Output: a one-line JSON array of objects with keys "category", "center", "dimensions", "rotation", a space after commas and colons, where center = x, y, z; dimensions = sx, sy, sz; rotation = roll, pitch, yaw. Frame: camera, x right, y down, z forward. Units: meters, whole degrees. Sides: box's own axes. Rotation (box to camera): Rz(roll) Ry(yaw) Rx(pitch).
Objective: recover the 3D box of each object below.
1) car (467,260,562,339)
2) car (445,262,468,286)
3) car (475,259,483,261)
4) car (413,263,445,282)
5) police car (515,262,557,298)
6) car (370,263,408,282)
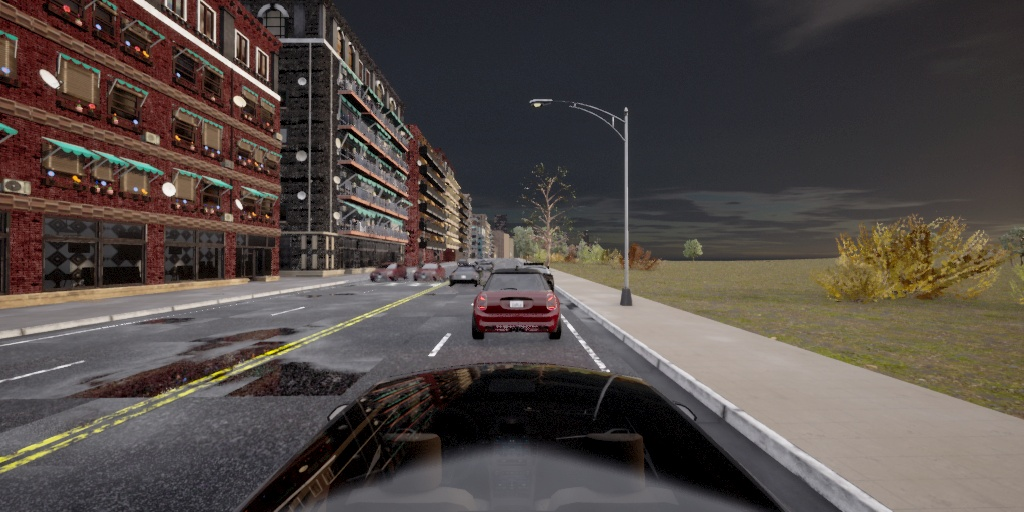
[{"category": "car", "center": [0.112, 1.103, 10.184], "dimensions": [2.097, 1.767, 4.553], "rotation": [0, 0, 0]}, {"category": "car", "center": [-3.104, 1.317, 25.048], "dimensions": [1.994, 1.385, 4.181], "rotation": [0, 0, 0]}, {"category": "car", "center": [-3.065, 1.242, 43.185], "dimensions": [2.128, 1.511, 4.902], "rotation": [0, 0, 0]}, {"category": "car", "center": [-6.547, 1.278, 28.890], "dimensions": [1.812, 1.442, 4.674], "rotation": [0, 0, 0]}, {"category": "police car", "center": [1.173, 1.178, 19.680], "dimensions": [1.930, 1.638, 5.238], "rotation": [0, 0, 0]}, {"category": "car", "center": [-9.796, 1.278, 28.876], "dimensions": [1.812, 1.442, 4.674], "rotation": [0, 0, 0]}]
